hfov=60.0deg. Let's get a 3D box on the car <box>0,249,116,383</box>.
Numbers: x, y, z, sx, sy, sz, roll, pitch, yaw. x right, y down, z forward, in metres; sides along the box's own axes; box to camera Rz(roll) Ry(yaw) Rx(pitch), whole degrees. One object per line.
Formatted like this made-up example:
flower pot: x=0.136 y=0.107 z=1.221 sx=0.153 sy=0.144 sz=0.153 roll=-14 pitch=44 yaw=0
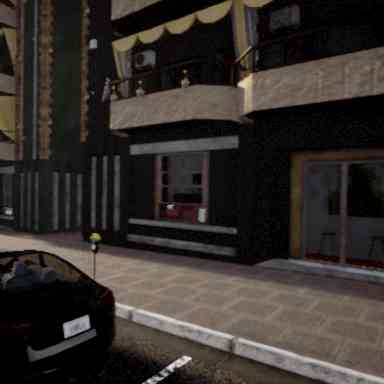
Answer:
car: x=-3.001 y=1.562 z=5.000 sx=4.313 sy=1.339 sz=1.947 roll=0 pitch=1 yaw=36
